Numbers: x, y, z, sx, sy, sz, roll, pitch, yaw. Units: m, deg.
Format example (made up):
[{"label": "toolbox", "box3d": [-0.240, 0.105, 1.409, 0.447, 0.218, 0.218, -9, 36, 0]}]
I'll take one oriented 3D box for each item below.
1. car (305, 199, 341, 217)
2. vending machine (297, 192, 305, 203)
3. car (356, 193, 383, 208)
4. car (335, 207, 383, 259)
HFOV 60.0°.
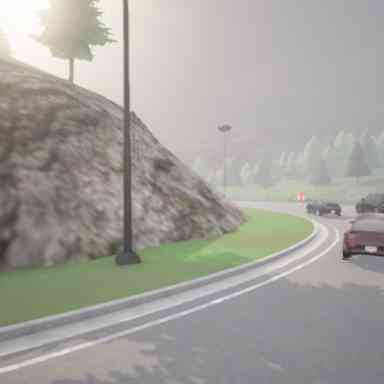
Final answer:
[{"label": "car", "box3d": [11.895, 1.406, 30.419, 1.837, 1.490, 4.892, 0, 0, 0]}, {"label": "vending machine", "box3d": [20.463, 1.029, 62.263, 1.100, 2.100, 0.880, -1, 0, -20]}, {"label": "car", "box3d": [15.316, 1.086, 26.944, 2.150, 2.045, 5.566, 0, 0, 5]}, {"label": "car", "box3d": [6.463, 1.470, 11.535, 1.812, 1.442, 4.674, 0, 0, 34]}]
